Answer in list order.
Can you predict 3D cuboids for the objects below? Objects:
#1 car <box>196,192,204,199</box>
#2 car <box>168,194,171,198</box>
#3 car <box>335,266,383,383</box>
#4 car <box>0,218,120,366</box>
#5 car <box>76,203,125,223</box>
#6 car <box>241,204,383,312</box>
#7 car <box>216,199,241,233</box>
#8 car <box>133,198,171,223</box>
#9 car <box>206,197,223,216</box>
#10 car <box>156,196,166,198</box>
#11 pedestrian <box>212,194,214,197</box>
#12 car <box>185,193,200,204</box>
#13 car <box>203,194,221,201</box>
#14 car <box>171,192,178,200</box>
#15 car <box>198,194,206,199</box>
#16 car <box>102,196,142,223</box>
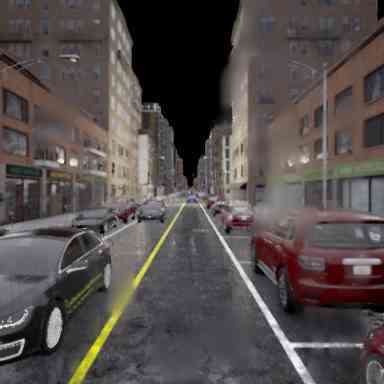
[{"bbox_3d":[4.102,1.129,70.420,5.357,1.411,2.033,0,0,-21],"label":"car"},{"bbox_3d":[-5.351,1.346,58.690,2.008,1.369,4.403,0,0,0],"label":"car"},{"bbox_3d":[2.638,1.576,1.874,1.802,1.307,4.206,0,0,0],"label":"car"},{"bbox_3d":[-2.803,1.485,6.114,1.837,1.490,4.892,0,0,0],"label":"car"},{"bbox_3d":[-5.376,1.501,18.918,1.947,1.339,4.313,0,0,0],"label":"car"},{"bbox_3d":[2.642,1.289,7.555,2.192,1.841,5.009,0,0,0],"label":"car"},{"bbox_3d":[2.649,1.375,18.917,1.967,1.590,4.097,0,0,0],"label":"car"},{"bbox_3d":[-2.834,1.420,24.508,1.837,1.490,4.892,0,0,0],"label":"car"},{"bbox_3d":[2.656,1.446,30.280,2.008,1.369,4.403,0,0,0],"label":"car"},{"bbox_3d":[-5.354,1.398,53.009,1.802,1.307,4.206,0,0,0],"label":"car"},{"bbox_3d":[2.778,1.138,44.999,0.375,1.860,0.375,0,0,-10],"label":"pedestrian"},{"bbox_3d":[0.054,1.323,58.139,1.812,1.442,4.674,0,0,1],"label":"car"},{"bbox_3d":[2.776,1.333,41.995,1.882,1.535,5.008,0,0,0],"label":"car"},{"bbox_3d":[-5.336,1.246,85.566,2.008,1.369,4.403,0,0,0],"label":"car"},{"bbox_3d":[2.697,1.225,90.968,2.008,1.369,4.403,0,0,0],"label":"car"},{"bbox_3d":[-5.372,1.231,24.599,2.192,1.841,5.009,0,0,0],"label":"car"}]
